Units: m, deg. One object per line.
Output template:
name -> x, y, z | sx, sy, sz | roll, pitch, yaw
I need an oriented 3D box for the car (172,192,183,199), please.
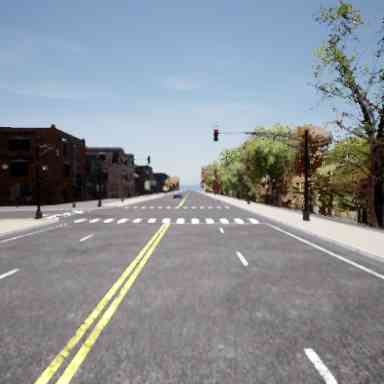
car -> -3.390, 0.923, 76.218 | 1.994, 1.385, 4.181 | 0, 0, 0

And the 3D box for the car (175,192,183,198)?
car -> -3.438, 0.791, 90.604 | 2.033, 1.411, 5.357 | 0, 0, 0
